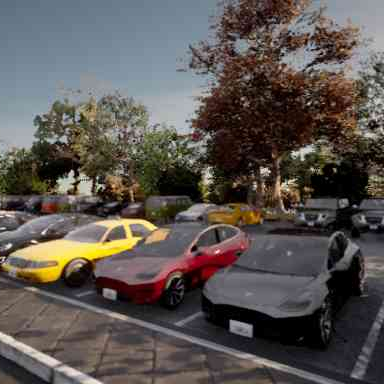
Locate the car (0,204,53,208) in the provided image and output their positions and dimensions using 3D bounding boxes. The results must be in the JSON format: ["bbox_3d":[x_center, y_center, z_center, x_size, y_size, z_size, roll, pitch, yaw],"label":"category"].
[{"bbox_3d":[-9.284,1.526,14.617,1.946,1.575,5.366,0,0,36],"label":"car"}]

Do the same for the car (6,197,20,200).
[{"bbox_3d":[-17.195,1.598,36.625,2.097,1.535,5.008,-1,-1,36],"label":"car"}]

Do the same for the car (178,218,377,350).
[{"bbox_3d":[2.086,1.527,6.652,2.163,1.488,4.792,0,0,36],"label":"car"}]

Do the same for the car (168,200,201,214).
[{"bbox_3d":[0.693,1.561,23.789,2.002,1.452,4.674,0,0,36],"label":"car"}]

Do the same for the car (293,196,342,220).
[{"bbox_3d":[7.529,1.251,18.846,2.435,2.045,5.566,0,0,36],"label":"car"}]

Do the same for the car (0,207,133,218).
[{"bbox_3d":[-4.660,1.518,11.536,2.231,1.521,4.892,0,0,36],"label":"car"}]

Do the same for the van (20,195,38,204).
[{"bbox_3d":[-15.139,1.340,35.001,1.878,1.987,4.442,-1,0,36],"label":"van"}]

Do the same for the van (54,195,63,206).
[{"bbox_3d":[-10.495,1.327,31.956,1.878,1.987,4.442,0,0,36],"label":"van"}]

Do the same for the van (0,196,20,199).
[{"bbox_3d":[-19.520,1.423,38.143,1.878,1.987,4.442,-1,-1,36],"label":"van"}]

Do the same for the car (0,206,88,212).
[{"bbox_3d":[-6.923,1.524,13.144,2.231,1.521,4.892,0,0,36],"label":"car"}]

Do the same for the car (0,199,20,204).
[{"bbox_3d":[-11.450,1.410,16.361,2.185,1.767,4.553,0,0,36],"label":"car"}]

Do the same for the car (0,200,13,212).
[{"bbox_3d":[-26.202,1.803,43.074,2.231,1.521,4.892,-1,-1,36],"label":"car"}]

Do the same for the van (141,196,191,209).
[{"bbox_3d":[-1.492,1.302,25.497,1.878,1.987,4.442,0,0,36],"label":"van"}]

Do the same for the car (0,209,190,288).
[{"bbox_3d":[-2.517,1.507,9.762,1.946,1.575,5.366,0,0,36],"label":"car"}]

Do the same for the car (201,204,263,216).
[{"bbox_3d":[3.040,1.515,22.095,2.097,1.535,5.008,0,0,36],"label":"car"}]

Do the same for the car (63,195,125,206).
[{"bbox_3d":[-8.329,1.295,30.223,2.435,2.045,5.566,0,0,36],"label":"car"}]

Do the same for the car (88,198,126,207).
[{"bbox_3d":[-5.963,1.540,28.554,2.097,1.535,5.008,0,0,36],"label":"car"}]

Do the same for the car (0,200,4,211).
[{"bbox_3d":[-28.452,1.852,44.689,2.097,1.535,5.008,-1,-1,36],"label":"car"}]

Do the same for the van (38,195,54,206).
[{"bbox_3d":[-12.645,1.333,33.498,1.878,1.987,4.442,0,0,36],"label":"van"}]

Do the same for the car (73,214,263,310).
[{"bbox_3d":[-0.170,1.534,8.271,2.163,1.488,4.792,0,0,36],"label":"car"}]

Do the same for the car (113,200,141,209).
[{"bbox_3d":[-3.709,1.574,26.941,2.002,1.452,4.674,0,0,36],"label":"car"}]

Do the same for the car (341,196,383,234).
[{"bbox_3d":[9.780,1.245,17.231,2.435,2.045,5.566,0,0,36],"label":"car"}]
